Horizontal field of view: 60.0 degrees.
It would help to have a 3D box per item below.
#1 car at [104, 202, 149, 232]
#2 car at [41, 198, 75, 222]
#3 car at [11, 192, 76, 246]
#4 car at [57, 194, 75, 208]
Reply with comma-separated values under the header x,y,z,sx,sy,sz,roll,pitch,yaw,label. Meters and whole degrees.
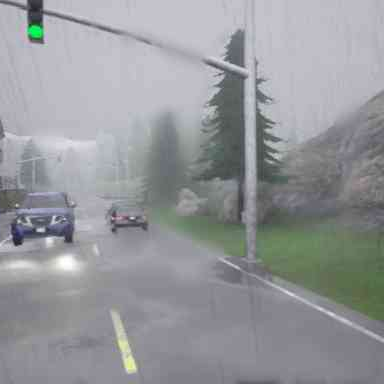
x,y,z,sx,sy,sz,roll,pitch,yaw,label
-3.657,1.255,18.107,2.033,1.411,5.357,-1,1,-19,car
-9.715,1.236,24.382,1.994,1.385,4.181,-1,1,-18,car
-6.482,1.024,14.933,2.150,2.045,5.566,-1,1,-19,car
-14.721,0.988,39.073,1.837,1.490,4.892,-1,1,-19,car
